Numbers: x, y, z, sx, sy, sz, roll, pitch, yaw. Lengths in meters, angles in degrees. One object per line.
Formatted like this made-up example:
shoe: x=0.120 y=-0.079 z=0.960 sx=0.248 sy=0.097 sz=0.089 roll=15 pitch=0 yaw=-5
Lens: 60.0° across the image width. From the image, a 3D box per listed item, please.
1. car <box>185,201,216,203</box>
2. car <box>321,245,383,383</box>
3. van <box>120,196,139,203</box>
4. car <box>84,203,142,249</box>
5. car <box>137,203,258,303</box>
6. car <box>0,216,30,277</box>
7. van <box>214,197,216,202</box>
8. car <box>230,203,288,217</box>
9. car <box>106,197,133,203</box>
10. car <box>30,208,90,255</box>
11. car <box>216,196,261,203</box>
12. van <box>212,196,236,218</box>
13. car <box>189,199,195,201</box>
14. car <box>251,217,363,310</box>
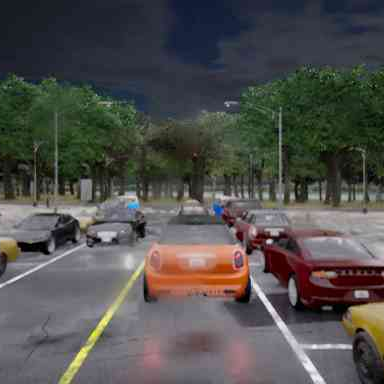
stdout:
car: x=0.096 y=1.436 z=17.519 sx=2.128 sy=1.511 sz=4.902 roll=0 pitch=0 yaw=0
car: x=2.760 y=1.517 z=2.368 sx=1.752 sy=1.417 sz=4.829 roll=0 pitch=0 yaw=0
van: x=-5.767 y=1.250 z=29.385 sx=1.690 sy=1.788 sz=3.998 roll=0 pitch=0 yaw=0
car: x=-3.087 y=1.445 z=14.467 sx=2.128 sy=1.511 sz=4.902 roll=0 pitch=0 yaw=0
car: x=0.098 y=1.325 z=8.305 sx=2.097 sy=1.767 sz=4.553 roll=0 pitch=0 yaw=0
car: x=-5.765 y=1.501 z=7.466 sx=1.752 sy=1.417 sz=4.829 roll=0 pitch=0 yaw=0
van: x=2.759 y=1.267 z=23.948 sx=1.690 sy=1.788 sz=3.998 roll=0 pitch=0 yaw=0
car: x=2.760 y=1.398 z=13.073 sx=1.967 sy=1.590 sz=4.097 roll=0 pitch=0 yaw=0
car: x=-5.766 y=1.366 z=23.947 sx=1.967 sy=1.590 sz=4.097 roll=0 pitch=0 yaw=0
car: x=-5.765 y=1.524 z=13.073 sx=1.947 sy=1.339 sz=4.313 roll=0 pitch=0 yaw=0
car: x=2.759 y=1.257 z=18.510 sx=2.192 sy=1.841 sz=5.009 roll=0 pitch=0 yaw=0
van: x=2.758 y=1.250 z=29.385 sx=1.690 sy=1.788 sz=3.998 roll=0 pitch=0 yaw=0
car: x=-0.005 y=1.372 z=27.464 sx=1.801 sy=1.575 sz=5.366 roll=0 pitch=0 yaw=1
car: x=2.760 y=1.520 z=7.636 sx=1.887 sy=1.381 sz=4.507 roll=0 pitch=0 yaw=0
